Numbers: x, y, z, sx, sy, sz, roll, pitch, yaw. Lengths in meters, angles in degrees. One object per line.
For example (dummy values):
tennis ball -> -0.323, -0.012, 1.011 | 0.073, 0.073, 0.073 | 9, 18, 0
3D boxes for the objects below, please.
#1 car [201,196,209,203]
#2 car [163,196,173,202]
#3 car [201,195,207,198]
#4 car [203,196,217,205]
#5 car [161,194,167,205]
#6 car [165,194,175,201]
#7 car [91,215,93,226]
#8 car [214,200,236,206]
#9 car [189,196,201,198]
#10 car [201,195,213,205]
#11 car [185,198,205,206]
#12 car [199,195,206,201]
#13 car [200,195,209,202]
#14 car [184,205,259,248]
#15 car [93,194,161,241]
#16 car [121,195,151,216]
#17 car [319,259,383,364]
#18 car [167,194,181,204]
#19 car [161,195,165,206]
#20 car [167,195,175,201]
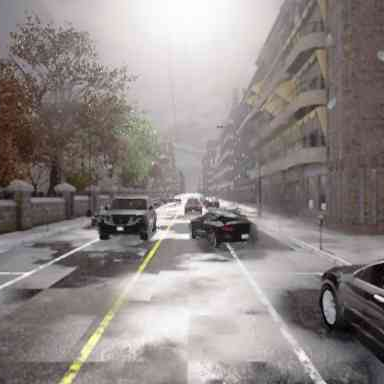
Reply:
car -> 2.817, 1.540, 72.776 | 1.752, 1.417, 4.829 | 1, 0, 0
car -> -5.555, 1.560, 78.142 | 1.887, 1.381, 4.507 | 1, 0, 0
car -> 2.790, 1.577, 56.036 | 1.947, 1.339, 4.313 | 1, 0, 0
car -> 2.772, 1.575, 44.988 | 1.947, 1.339, 4.313 | 1, 0, 0
car -> -5.577, 1.327, 61.572 | 2.192, 1.841, 5.009 | 1, 0, 0
car -> -5.543, 1.332, 83.665 | 2.192, 1.841, 5.009 | 1, 0, 0
car -> -5.641, 1.555, 22.908 | 2.008, 1.369, 4.403 | 1, 0, 0
car -> 2.740, 1.530, 23.064 | 1.752, 1.417, 4.829 | 1, 0, 0
car -> 0.155, 1.488, 53.769 | 1.882, 1.535, 5.008 | 0, 0, 0
car -> 2.801, 1.452, 61.559 | 1.967, 1.590, 4.097 | 1, 0, 0
car -> 0.149, 1.608, 35.830 | 1.895, 1.301, 4.718 | 0, 0, 0
car -> 2.842, 1.544, 89.346 | 1.752, 1.417, 4.829 | 1, 0, 0
car -> 2.826, 1.456, 78.129 | 1.967, 1.590, 4.097 | 1, 0, 0
car -> 1.306, 1.528, 14.840 | 1.812, 1.442, 4.674 | 0, 0, -18
car -> -3.073, 1.224, 17.030 | 2.150, 2.045, 5.566 | 0, 0, 0
car -> -5.619, 1.321, 33.955 | 2.192, 1.841, 5.009 | 1, 0, 0
car -> 3.152, 1.505, 4.000 | 1.837, 1.490, 4.892 | 0, 0, 0
car -> -2.909, 1.281, 58.664 | 1.994, 1.385, 4.181 | 0, 0, 0
car -> -5.598, 1.575, 50.525 | 1.947, 1.339, 4.313 | 1, 0, 0
car -> -5.539, 1.563, 89.189 | 1.887, 1.381, 4.507 | 1, 0, 0
